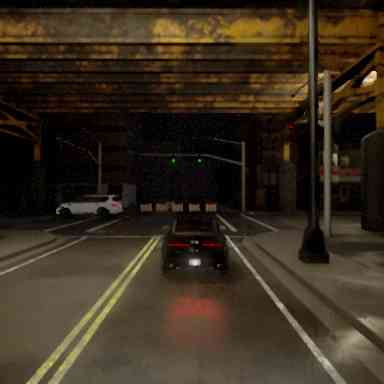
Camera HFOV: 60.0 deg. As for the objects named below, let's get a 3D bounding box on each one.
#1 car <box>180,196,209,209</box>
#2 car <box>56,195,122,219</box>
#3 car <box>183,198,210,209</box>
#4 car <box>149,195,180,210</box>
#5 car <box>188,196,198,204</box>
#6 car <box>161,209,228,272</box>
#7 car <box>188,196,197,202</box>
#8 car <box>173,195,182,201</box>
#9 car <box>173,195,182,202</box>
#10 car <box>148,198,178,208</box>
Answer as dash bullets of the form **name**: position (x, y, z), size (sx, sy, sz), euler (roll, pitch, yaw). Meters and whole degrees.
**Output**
- **car**: position (0.516, 1.519, 42.024), size (2.038, 1.542, 4.974), euler (0, 0, -20)
- **car**: position (-8.883, 1.268, 28.965), size (5.566, 2.045, 2.150), euler (0, -1, 5)
- **car**: position (0.498, 1.362, 42.073), size (1.853, 1.218, 4.536), euler (0, 0, -20)
- **car**: position (-3.644, 1.520, 42.331), size (2.038, 1.542, 4.974), euler (0, 0, 25)
- **car**: position (0.148, 1.562, 68.620), size (2.038, 1.542, 4.974), euler (0, 0, 0)
- **car**: position (0.082, 1.522, 10.791), size (1.837, 1.490, 4.892), euler (0, 0, 0)
- **car**: position (0.148, 1.404, 68.672), size (1.853, 1.218, 4.536), euler (0, 0, 0)
- **car**: position (-3.283, 1.418, 77.194), size (1.853, 1.218, 4.536), euler (0, 0, 0)
- **car**: position (-3.283, 1.575, 77.142), size (2.038, 1.542, 4.974), euler (0, 0, 0)
- **car**: position (-3.623, 1.363, 42.379), size (1.853, 1.218, 4.536), euler (0, 0, 25)
